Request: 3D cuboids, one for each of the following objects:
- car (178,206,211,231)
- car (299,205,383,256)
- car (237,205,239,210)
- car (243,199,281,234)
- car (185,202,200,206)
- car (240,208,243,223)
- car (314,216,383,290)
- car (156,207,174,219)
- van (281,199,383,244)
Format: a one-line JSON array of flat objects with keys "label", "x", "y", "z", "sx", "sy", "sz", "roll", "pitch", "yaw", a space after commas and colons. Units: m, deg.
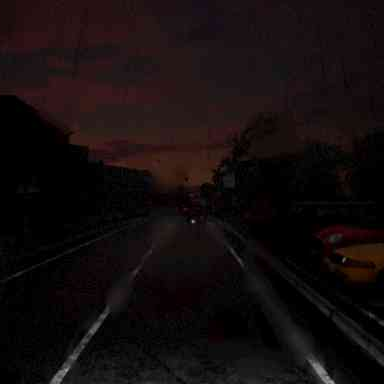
[{"label": "car", "x": 0.070, "y": 1.910, "z": 23.284, "sx": 1.994, "sy": 1.385, "sz": 4.181, "roll": 0, "pitch": -2, "yaw": 0}, {"label": "car", "x": 6.315, "y": 1.433, "z": 11.140, "sx": 4.553, "sy": 1.767, "sz": 2.185, "roll": 0, "pitch": -1, "yaw": 0}, {"label": "car", "x": 6.183, "y": 1.735, "z": 26.319, "sx": 4.553, "sy": 1.767, "sz": 2.185, "roll": 0, "pitch": -1, "yaw": -1}, {"label": "car", "x": 6.246, "y": 1.466, "z": 20.370, "sx": 5.566, "sy": 2.045, "sz": 2.435, "roll": 0, "pitch": -1, "yaw": 0}, {"label": "car", "x": 0.043, "y": 2.219, "z": 40.213, "sx": 2.150, "sy": 2.045, "sz": 5.566, "roll": 0, "pitch": -3, "yaw": -1}, {"label": "car", "x": 6.190, "y": 1.787, "z": 23.281, "sx": 5.008, "sy": 1.535, "sz": 2.097, "roll": 0, "pitch": -1, "yaw": -1}, {"label": "car", "x": 6.118, "y": 1.523, "z": 8.220, "sx": 5.366, "sy": 1.575, "sz": 1.946, "roll": 0, "pitch": -1, "yaw": 0}, {"label": "car", "x": -3.319, "y": 2.610, "z": 41.804, "sx": 1.812, "sy": 1.442, "sz": 4.674, "roll": 0, "pitch": -3, "yaw": 0}, {"label": "van", "x": 6.381, "y": 1.379, "z": 14.179, "sx": 4.442, "sy": 1.987, "sz": 1.878, "roll": 0, "pitch": -1, "yaw": 0}]
